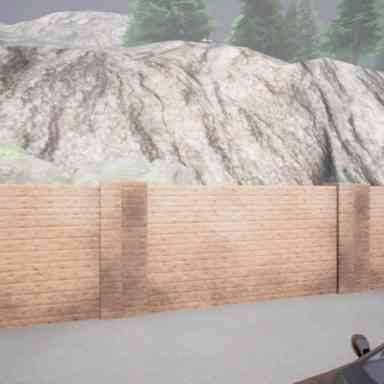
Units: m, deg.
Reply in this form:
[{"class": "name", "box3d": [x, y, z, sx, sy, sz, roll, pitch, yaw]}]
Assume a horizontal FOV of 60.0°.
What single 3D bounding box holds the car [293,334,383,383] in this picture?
[{"class": "car", "box3d": [2.252, 1.491, 1.861, 4.902, 1.511, 2.128, 0, 0, -17]}]
